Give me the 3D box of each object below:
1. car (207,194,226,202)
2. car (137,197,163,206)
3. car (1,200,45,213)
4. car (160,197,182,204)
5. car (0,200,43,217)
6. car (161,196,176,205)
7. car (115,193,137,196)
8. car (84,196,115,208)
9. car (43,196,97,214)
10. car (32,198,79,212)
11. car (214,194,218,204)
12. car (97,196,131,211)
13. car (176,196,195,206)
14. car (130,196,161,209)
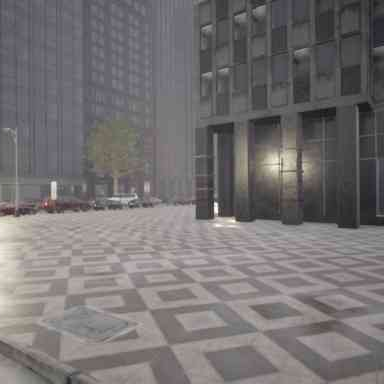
[{"bbox_3d":[5.705,1.296,76.524,2.192,1.841,5.009,-1,0,35],"label":"car"},{"bbox_3d":[-7.217,1.544,57.826,1.752,1.417,4.829,-1,0,35],"label":"car"},{"bbox_3d":[-19.945,1.641,39.410,1.947,1.339,4.313,-1,0,35],"label":"car"},{"bbox_3d":[-3.913,1.574,62.606,1.947,1.339,4.313,-1,0,35],"label":"car"},{"bbox_3d":[-16.141,1.576,29.921,1.802,1.307,4.206,-1,0,35],"label":"car"},{"bbox_3d":[-2.274,1.440,54.585,2.128,1.511,4.902,-1,0,35],"label":"car"},{"bbox_3d":[-10.204,1.228,48.652,2.150,2.045,5.566,-1,0,34],"label":"car"},{"bbox_3d":[-13.534,1.483,48.688,1.967,1.590,4.097,-1,0,35],"label":"car"},{"bbox_3d":[-12.937,1.289,34.561,2.192,1.841,5.009,-1,0,35],"label":"car"},{"bbox_3d":[-16.272,1.513,39.881,1.882,1.535,5.008,-1,0,35],"label":"car"},{"bbox_3d":[3.093,1.222,57.754,2.192,1.841,5.009,-1,0,35],"label":"car"},{"bbox_3d":[-9.729,1.524,39.199,1.947,1.339,4.313,-1,0,35],"label":"car"},{"bbox_3d":[-0.111,1.462,53.114,1.887,1.381,4.507,-1,0,35],"label":"car"},{"bbox_3d":[-6.523,1.508,43.836,1.947,1.339,4.313,-1,0,35],"label":"car"}]
